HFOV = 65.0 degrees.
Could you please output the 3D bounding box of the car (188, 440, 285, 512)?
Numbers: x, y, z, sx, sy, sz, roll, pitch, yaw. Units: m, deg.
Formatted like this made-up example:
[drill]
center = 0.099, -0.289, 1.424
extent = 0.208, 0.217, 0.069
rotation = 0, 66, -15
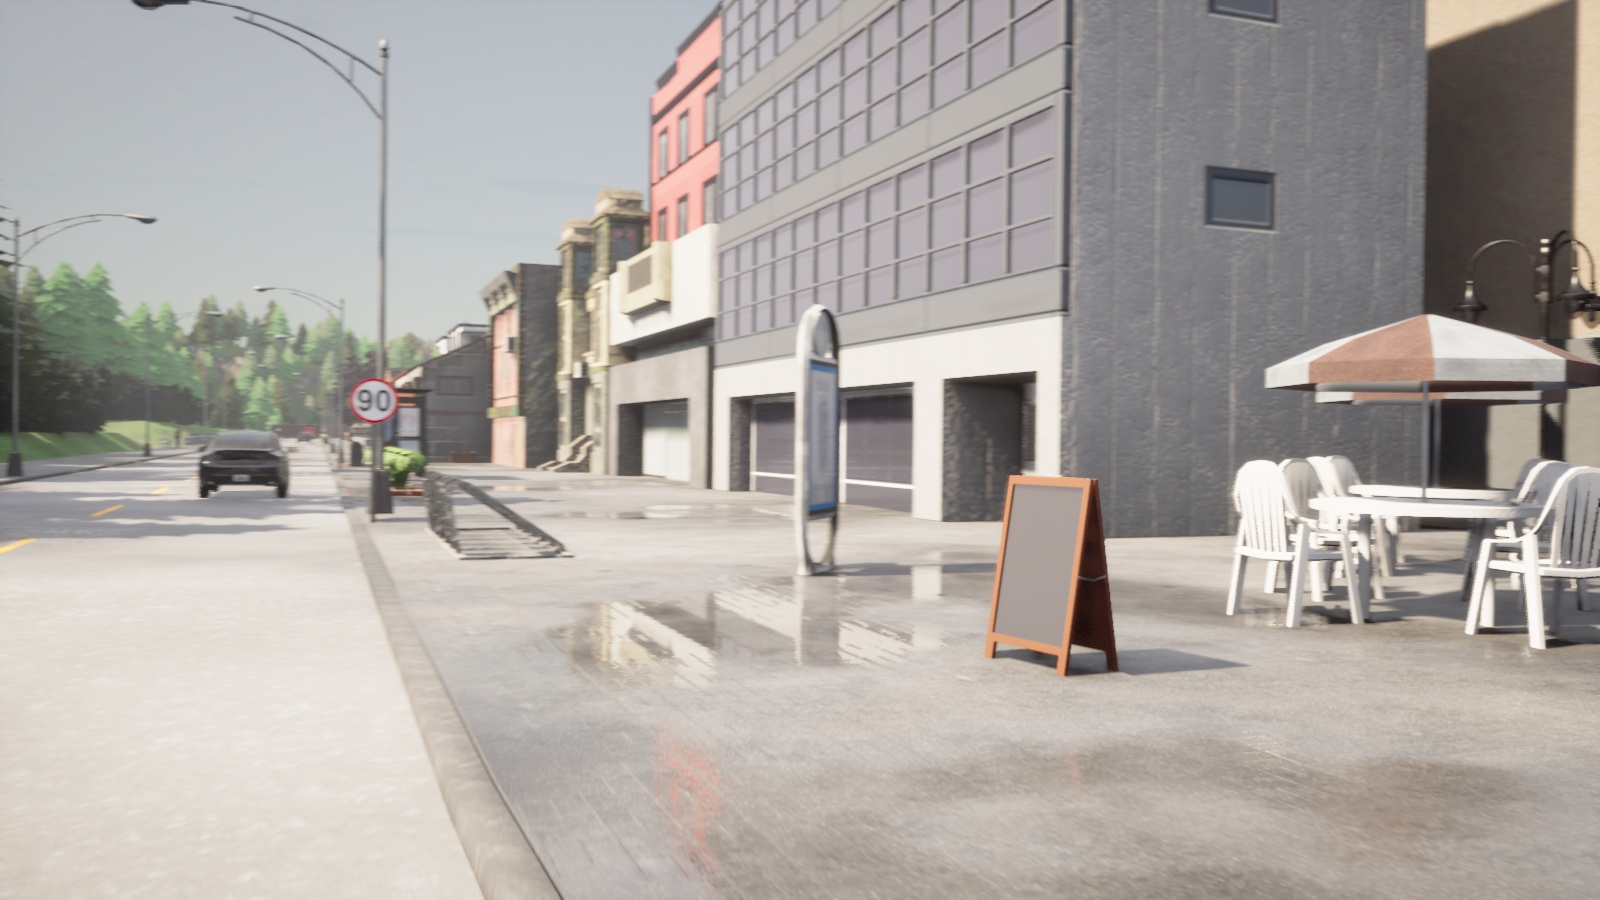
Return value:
[car]
center = -13.155, 0.539, 29.558
extent = 1.837, 1.490, 4.892
rotation = -1, 1, -21
